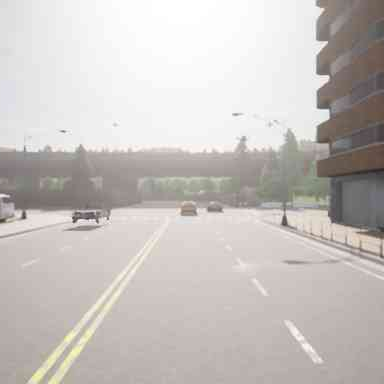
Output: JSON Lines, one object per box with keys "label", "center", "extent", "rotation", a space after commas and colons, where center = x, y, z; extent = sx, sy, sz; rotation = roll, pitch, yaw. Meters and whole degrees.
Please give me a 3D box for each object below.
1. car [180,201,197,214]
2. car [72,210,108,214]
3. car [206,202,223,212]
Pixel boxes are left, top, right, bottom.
{"label": "car", "center": [-0.406, 1.860, 40.787], "extent": [1.882, 1.535, 5.008], "rotation": [0, 0, -1]}
{"label": "car", "center": [-7.297, 1.497, 24.420], "extent": [1.895, 1.301, 4.718], "rotation": [0, -1, -1]}
{"label": "car", "center": [3.034, 1.974, 45.246], "extent": [1.994, 1.385, 4.181], "rotation": [0, 0, -1]}
